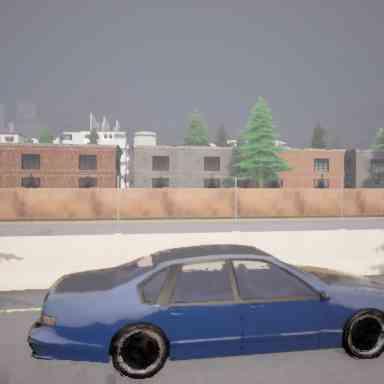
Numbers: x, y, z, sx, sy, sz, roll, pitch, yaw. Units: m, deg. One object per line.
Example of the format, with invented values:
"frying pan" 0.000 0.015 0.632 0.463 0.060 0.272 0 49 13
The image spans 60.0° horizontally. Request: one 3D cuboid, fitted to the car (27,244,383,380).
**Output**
"car" 0.560 1.547 5.034 5.357 1.411 2.033 0 0 -9
